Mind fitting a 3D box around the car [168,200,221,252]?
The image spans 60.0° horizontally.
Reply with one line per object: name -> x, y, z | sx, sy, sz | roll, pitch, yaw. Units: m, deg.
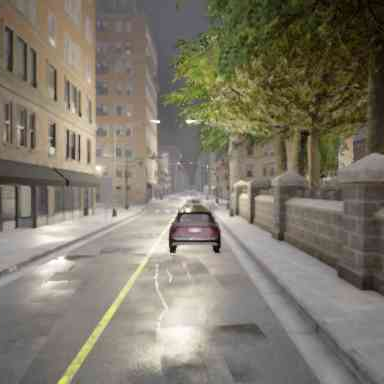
car -> 0.105, 1.364, 13.676 | 2.033, 1.649, 4.856 | 0, 0, 0
